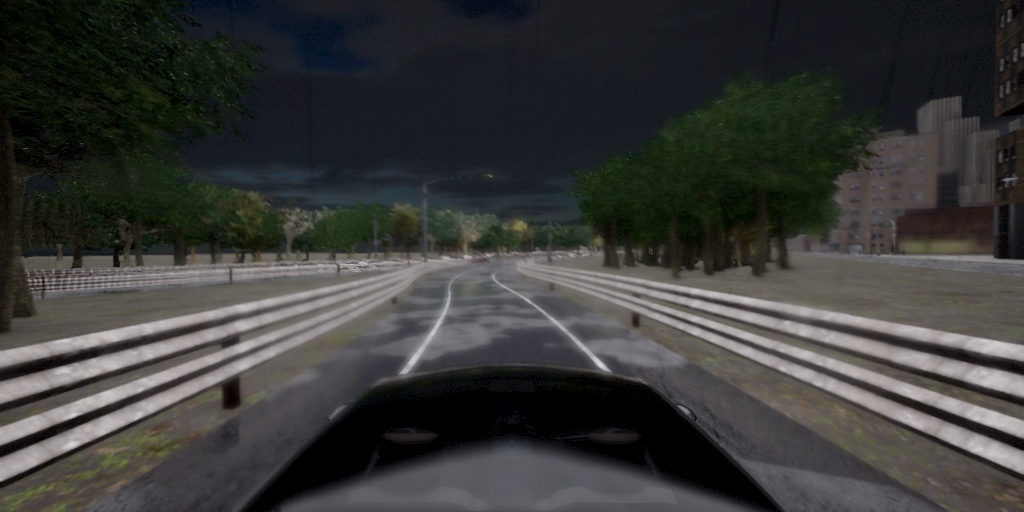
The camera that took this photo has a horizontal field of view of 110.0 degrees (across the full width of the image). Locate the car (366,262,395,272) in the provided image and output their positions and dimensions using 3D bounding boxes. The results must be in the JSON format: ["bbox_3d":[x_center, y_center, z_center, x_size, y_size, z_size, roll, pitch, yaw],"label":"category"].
[{"bbox_3d":[-19.052,1.442,51.550,1.895,1.301,4.718,0,1,32],"label":"car"}]
